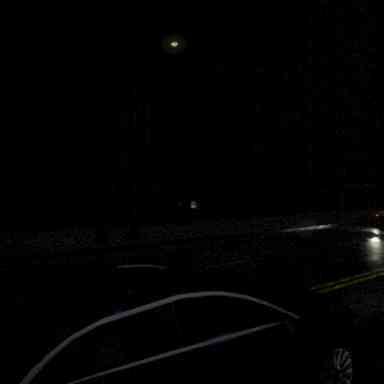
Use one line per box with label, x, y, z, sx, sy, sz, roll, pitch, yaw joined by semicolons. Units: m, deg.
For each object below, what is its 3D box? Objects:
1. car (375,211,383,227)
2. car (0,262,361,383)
car;13.783;1.461;21.502;5.008;1.535;1.882;0;0;-35
car;-0.253;1.490;3.259;4.902;1.511;2.128;0;0;-36
